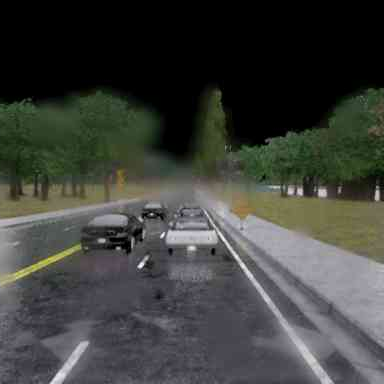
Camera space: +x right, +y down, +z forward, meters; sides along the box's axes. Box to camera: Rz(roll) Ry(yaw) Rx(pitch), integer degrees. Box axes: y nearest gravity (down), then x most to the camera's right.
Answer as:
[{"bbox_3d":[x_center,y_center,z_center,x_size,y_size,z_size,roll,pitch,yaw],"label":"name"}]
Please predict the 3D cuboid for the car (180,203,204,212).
[{"bbox_3d":[-0.009,1.673,29.276,2.128,1.511,4.902,0,0,0],"label":"car"}]

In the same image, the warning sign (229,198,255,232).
[{"bbox_3d":[2.847,1.281,19.000,1.300,1.860,1.060,0,0,0],"label":"warning sign"}]

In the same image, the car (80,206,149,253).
[{"bbox_3d":[-3.250,1.609,14.461,1.882,1.535,5.008,0,0,0],"label":"car"}]

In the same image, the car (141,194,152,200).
[{"bbox_3d":[-9.784,1.233,71.790,2.097,1.767,4.553,0,0,0],"label":"car"}]

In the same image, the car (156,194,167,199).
[{"bbox_3d":[-6.534,1.233,71.792,2.097,1.767,4.553,0,0,0],"label":"car"}]

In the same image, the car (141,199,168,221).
[{"bbox_3d":[-3.257,1.658,29.451,1.882,1.535,5.008,0,0,0],"label":"car"}]

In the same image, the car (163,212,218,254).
[{"bbox_3d":[-0.004,1.729,14.091,1.895,1.301,4.718,0,0,0],"label":"car"}]
